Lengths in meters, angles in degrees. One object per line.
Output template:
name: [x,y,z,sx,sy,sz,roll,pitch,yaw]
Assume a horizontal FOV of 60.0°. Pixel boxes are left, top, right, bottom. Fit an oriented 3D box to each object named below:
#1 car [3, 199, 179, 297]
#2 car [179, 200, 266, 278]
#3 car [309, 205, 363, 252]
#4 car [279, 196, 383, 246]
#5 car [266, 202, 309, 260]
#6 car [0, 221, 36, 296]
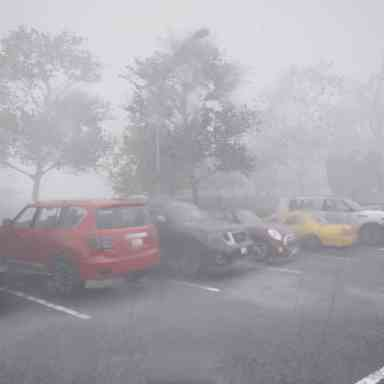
car: [-3.372,1.233,8.827,5.566,2.045,2.435,-1,0,35]
car: [-0.861,1.234,10.473,5.566,2.045,2.435,-1,-1,36]
car: [3.890,1.482,13.900,5.366,1.575,1.946,-1,0,36]
car: [6.551,1.216,15.431,5.566,2.045,2.435,-1,-1,36]
car: [1.551,1.362,12.165,4.553,1.767,2.185,-1,-1,36]
car: [-5.795,1.483,7.125,4.892,1.521,2.231,-1,0,35]
